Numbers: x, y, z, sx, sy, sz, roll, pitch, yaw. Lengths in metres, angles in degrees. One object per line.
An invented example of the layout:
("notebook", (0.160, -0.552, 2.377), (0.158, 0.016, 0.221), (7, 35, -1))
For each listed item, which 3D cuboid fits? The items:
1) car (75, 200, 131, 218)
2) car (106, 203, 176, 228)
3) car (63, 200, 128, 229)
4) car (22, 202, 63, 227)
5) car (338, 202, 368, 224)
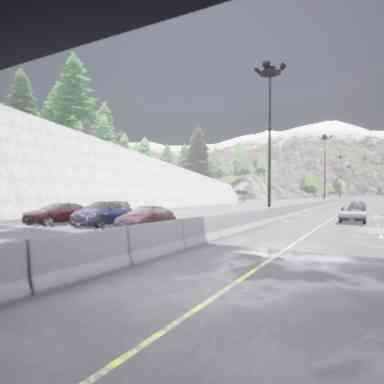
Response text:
("car", (-8.362, 1.555, 31.731), (2.033, 1.411, 5.357), (0, 0, 28))
("car", (-2.690, 1.545, 20.031), (1.812, 1.442, 4.674), (0, 0, 28))
("car", (-5.728, 1.356, 21.770), (2.097, 1.767, 4.553), (0, 0, 28))
("car", (-9.117, 1.464, 22.855), (1.882, 1.535, 5.008), (0, 0, 28))
("car", (12.637, 1.724, 26.069), (1.895, 1.301, 4.718), (0, 0, 28))
